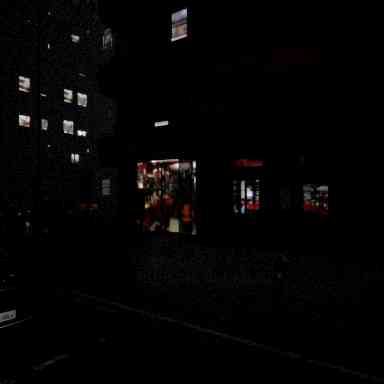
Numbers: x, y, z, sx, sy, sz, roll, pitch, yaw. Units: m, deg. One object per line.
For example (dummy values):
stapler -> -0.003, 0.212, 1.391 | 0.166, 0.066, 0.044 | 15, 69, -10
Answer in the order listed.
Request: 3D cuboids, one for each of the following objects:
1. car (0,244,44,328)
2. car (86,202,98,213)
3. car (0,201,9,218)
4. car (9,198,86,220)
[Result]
car -> -4.438, 1.551, 6.040 | 4.403, 1.369, 2.008 | 0, 0, 36
car -> -10.909, 1.250, 30.477 | 1.752, 1.417, 4.829 | 1, 1, 35
car -> -13.999, 1.350, 26.052 | 2.008, 1.369, 4.403 | 1, 1, 35
car -> -11.051, 1.281, 25.819 | 1.837, 1.490, 4.892 | 0, 1, 33
